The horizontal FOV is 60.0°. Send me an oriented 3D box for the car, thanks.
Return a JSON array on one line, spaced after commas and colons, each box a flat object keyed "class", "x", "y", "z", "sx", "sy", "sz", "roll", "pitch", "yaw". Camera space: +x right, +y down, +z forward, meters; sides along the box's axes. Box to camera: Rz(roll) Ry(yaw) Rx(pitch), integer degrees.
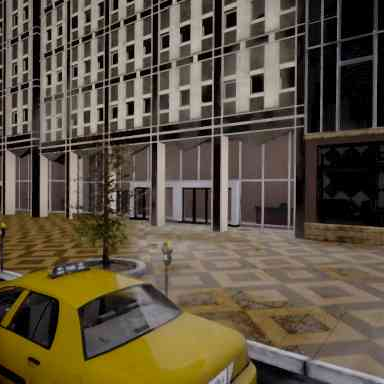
[{"class": "car", "x": -1.654, "y": 1.524, "z": 4.076, "sx": 4.829, "sy": 1.417, "sz": 1.752, "roll": 0, "pitch": 1, "yaw": 36}]
